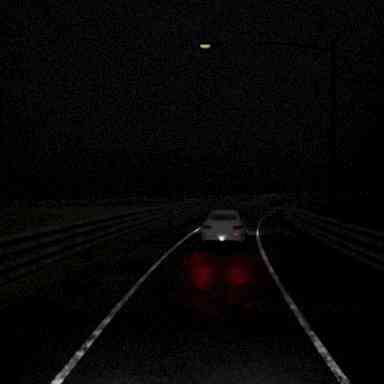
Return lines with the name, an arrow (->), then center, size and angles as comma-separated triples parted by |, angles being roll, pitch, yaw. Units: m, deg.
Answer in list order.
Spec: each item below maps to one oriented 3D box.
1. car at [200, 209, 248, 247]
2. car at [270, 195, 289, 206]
car -> 1.457, 1.459, 14.618 | 1.812, 1.442, 4.674 | 0, 0, 9
car -> 12.470, 1.219, 47.144 | 1.882, 1.535, 5.008 | 0, 0, 29
